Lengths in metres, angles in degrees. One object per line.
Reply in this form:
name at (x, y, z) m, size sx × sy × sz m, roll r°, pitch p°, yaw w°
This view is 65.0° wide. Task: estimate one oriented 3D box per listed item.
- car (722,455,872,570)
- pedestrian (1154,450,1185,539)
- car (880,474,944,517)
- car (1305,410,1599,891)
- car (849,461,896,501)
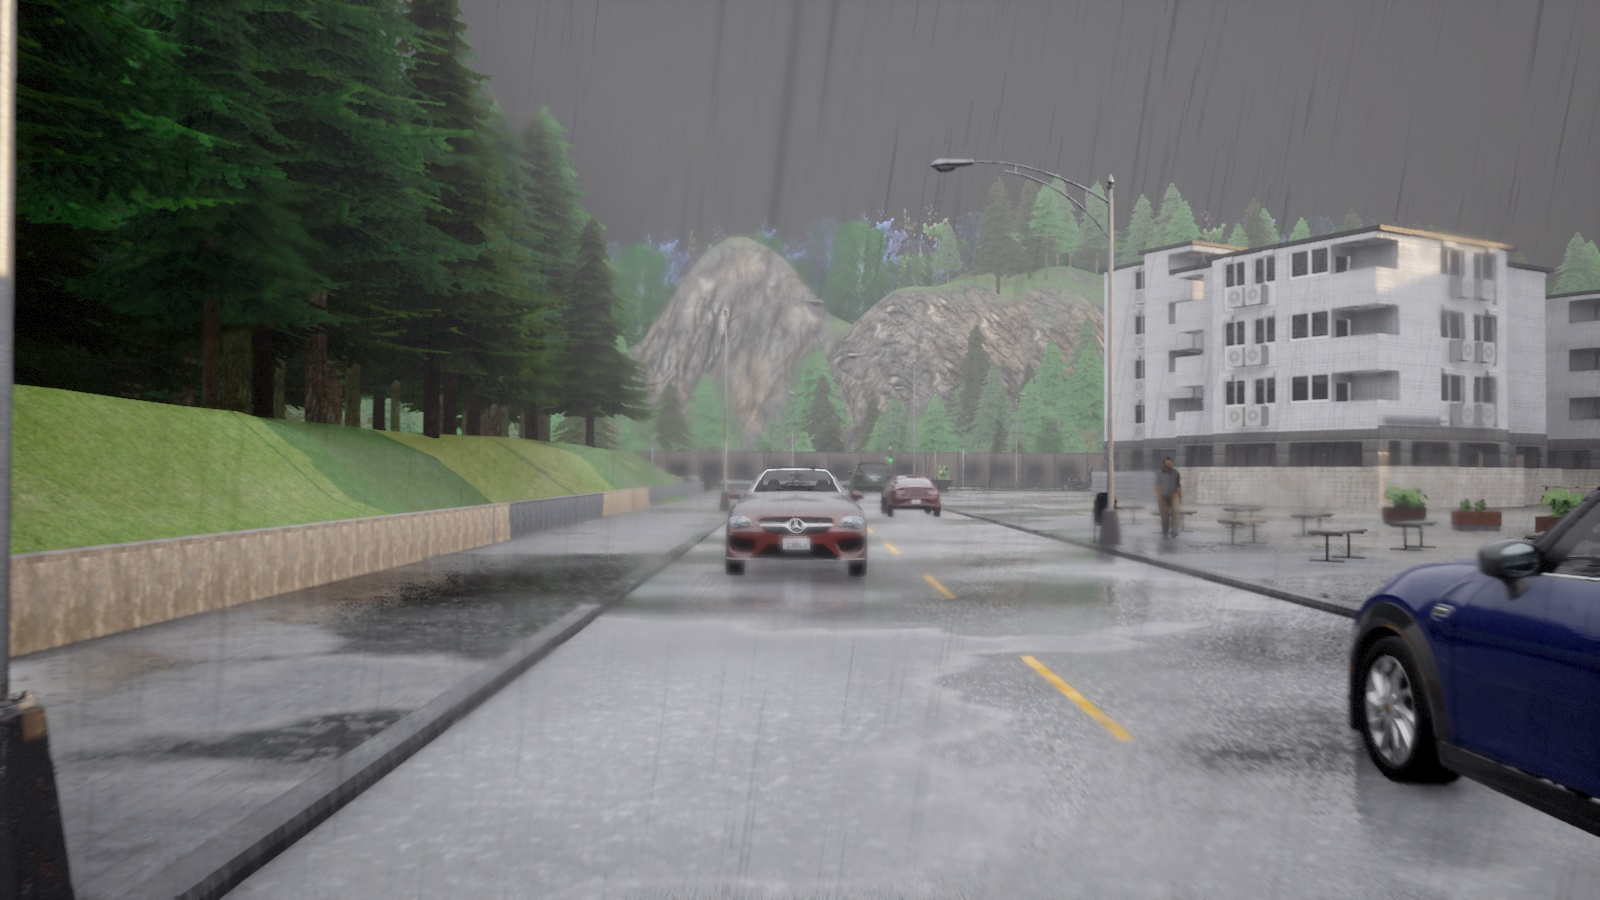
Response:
car at (-0.048, 0.937, 20.504) m, size 2.152 × 1.651 × 5.027 m, roll 0°, pitch -1°, yaw 0°
pedestrian at (7.850, 0.940, 26.691) m, size 0.540 × 1.848 × 0.694 m, roll 0°, pitch -1°, yaw 8°
car at (3.898, 1.567, 44.337) m, size 1.812 × 1.442 × 4.674 m, roll 0°, pitch -1°, yaw 0°
car at (3.989, 0.741, 5.007) m, size 2.097 × 1.767 × 4.553 m, roll 0°, pitch -1°, yaw 0°
car at (3.844, 1.644, 67.226) m, size 2.150 × 2.045 × 5.566 m, roll 0°, pitch -1°, yaw 0°
